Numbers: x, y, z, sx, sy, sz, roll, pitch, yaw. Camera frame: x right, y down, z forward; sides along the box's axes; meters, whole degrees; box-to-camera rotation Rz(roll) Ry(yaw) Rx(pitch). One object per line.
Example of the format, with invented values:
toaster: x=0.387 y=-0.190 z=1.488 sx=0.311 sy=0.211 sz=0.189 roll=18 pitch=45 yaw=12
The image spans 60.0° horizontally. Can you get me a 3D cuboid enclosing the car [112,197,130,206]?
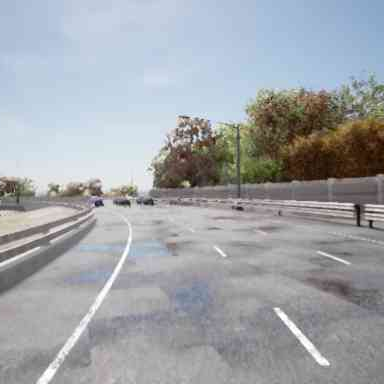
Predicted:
car: x=-11.938 y=1.626 z=56.061 sx=1.837 sy=1.490 sz=4.892 roll=0 pitch=0 yaw=-30

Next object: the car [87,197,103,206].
car: x=-16.867 y=1.655 z=57.398 sx=1.882 sy=1.535 sz=5.008 roll=0 pitch=0 yaw=-33

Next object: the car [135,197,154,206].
car: x=-8.050 y=1.581 z=56.342 sx=1.837 sy=1.490 sz=4.892 roll=0 pitch=0 yaw=-30
